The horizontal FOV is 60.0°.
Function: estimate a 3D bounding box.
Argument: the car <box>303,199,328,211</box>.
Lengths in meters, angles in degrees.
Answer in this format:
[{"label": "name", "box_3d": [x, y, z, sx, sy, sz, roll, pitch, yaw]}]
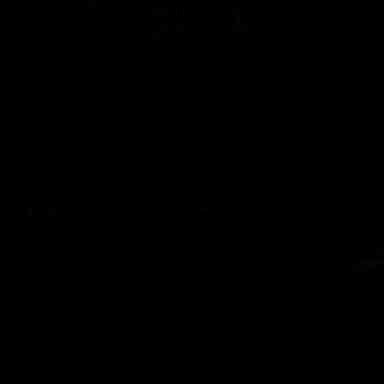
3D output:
[{"label": "car", "box_3d": [14.002, 1.408, 34.593, 4.674, 1.442, 1.812, 1, 0, 32]}]
